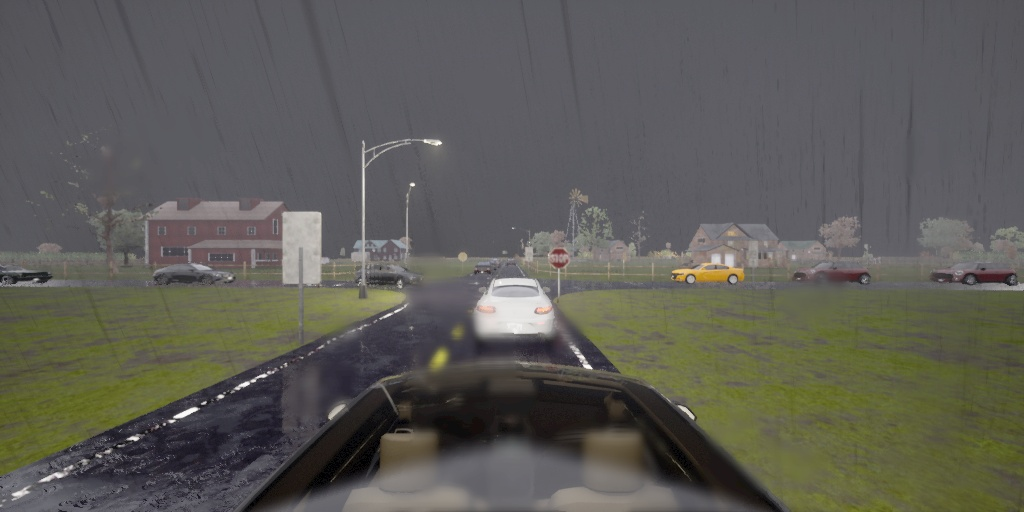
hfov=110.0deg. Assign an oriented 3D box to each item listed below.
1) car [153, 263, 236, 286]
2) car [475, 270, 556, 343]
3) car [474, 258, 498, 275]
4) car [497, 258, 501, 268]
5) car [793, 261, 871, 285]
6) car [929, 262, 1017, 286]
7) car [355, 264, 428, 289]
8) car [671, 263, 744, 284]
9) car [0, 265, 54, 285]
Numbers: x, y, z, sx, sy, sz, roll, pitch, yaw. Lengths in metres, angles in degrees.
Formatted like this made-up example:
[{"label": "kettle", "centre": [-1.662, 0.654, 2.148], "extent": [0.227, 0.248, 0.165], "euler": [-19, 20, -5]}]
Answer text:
[{"label": "car", "centre": [-21.169, 1.211, 23.954], "extent": [4.674, 1.442, 1.812], "euler": [0, 0, 0]}, {"label": "car", "centre": [0.073, 1.274, 9.569], "extent": [1.812, 1.442, 4.674], "euler": [0, 0, 0]}, {"label": "car", "centre": [-3.017, 1.283, 39.621], "extent": [2.033, 1.411, 5.357], "euler": [0, 0, 1]}, {"label": "car", "centre": [-3.013, 1.277, 49.695], "extent": [2.033, 1.411, 5.357], "euler": [0, 0, 0]}, {"label": "car", "centre": [23.692, 1.180, 26.728], "extent": [4.553, 1.767, 2.097], "euler": [0, 0, 0]}, {"label": "car", "centre": [34.187, 1.224, 26.675], "extent": [4.553, 1.767, 2.097], "euler": [0, 0, 0]}, {"label": "car", "centre": [-7.548, 1.238, 22.474], "extent": [4.892, 1.490, 1.837], "euler": [0, -1, 22]}, {"label": "car", "centre": [14.515, 1.269, 26.762], "extent": [5.008, 1.535, 1.882], "euler": [0, 0, 0]}, {"label": "car", "centre": [-34.038, 1.252, 24.006], "extent": [4.718, 1.301, 1.895], "euler": [0, 0, 0]}]
